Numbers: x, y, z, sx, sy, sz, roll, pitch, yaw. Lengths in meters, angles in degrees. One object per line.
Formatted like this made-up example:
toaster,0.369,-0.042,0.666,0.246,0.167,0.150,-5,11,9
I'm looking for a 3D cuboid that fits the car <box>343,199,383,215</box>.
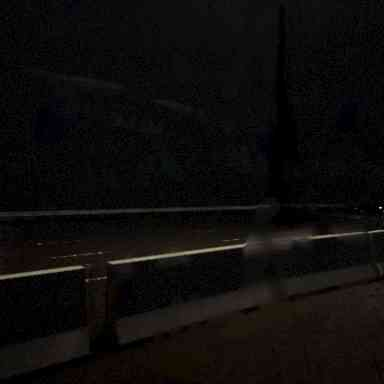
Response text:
car,17.650,1.506,33.706,5.008,1.535,1.882,0,0,-24
